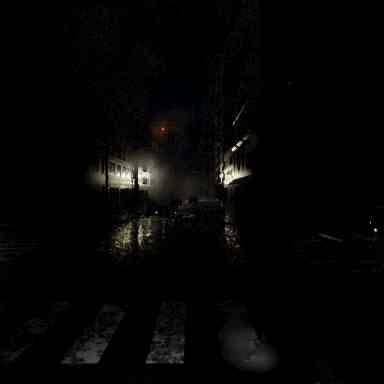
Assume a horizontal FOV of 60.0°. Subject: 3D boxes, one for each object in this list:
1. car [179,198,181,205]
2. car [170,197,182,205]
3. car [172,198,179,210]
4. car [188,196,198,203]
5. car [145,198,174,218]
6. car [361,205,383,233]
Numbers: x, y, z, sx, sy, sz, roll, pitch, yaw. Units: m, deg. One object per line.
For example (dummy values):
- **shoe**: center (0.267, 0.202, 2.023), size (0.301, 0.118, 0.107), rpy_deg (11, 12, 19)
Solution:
- **car**: center (-2.956, 1.592, 49.705), size (1.994, 1.385, 4.181), rpy_deg (0, 0, 0)
- **car**: center (-2.883, 1.646, 59.667), size (1.895, 1.301, 4.718), rpy_deg (0, 0, 0)
- **car**: center (-3.010, 1.562, 39.751), size (2.033, 1.411, 5.357), rpy_deg (0, 0, 1)
- **car**: center (0.215, 1.546, 71.124), size (1.882, 1.535, 5.008), rpy_deg (0, 0, 0)
- **car**: center (-3.034, 1.570, 30.424), size (1.994, 1.385, 4.181), rpy_deg (0, 0, 0)
- **car**: center (11.351, 1.383, 15.760), size (5.357, 1.411, 2.033), rpy_deg (-1, 0, 0)
